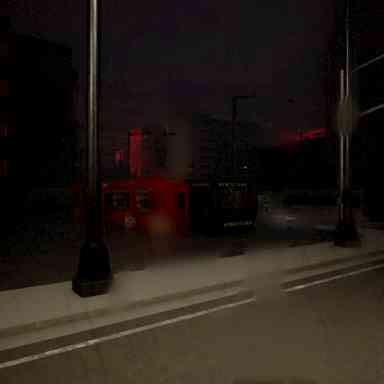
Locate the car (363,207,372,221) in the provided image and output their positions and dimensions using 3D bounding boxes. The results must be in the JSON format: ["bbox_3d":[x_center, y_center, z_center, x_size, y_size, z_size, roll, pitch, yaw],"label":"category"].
[{"bbox_3d":[15.821,1.591,25.753,1.812,1.442,4.674,0,-1,-37],"label":"car"}]

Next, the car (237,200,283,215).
[{"bbox_3d":[7.492,1.701,37.202,1.882,1.535,5.008,0,-1,-36],"label":"car"}]

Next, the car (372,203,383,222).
[{"bbox_3d":[14.684,1.521,21.200,1.882,1.535,5.008,0,0,-35],"label":"car"}]

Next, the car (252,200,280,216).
[{"bbox_3d":[6.427,1.747,32.703,1.994,1.385,4.181,0,-1,-36],"label":"car"}]
